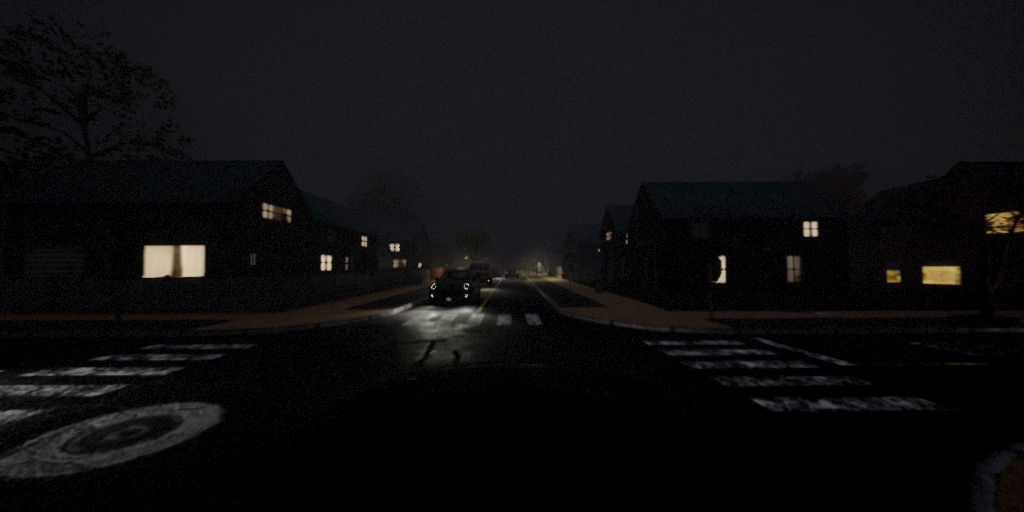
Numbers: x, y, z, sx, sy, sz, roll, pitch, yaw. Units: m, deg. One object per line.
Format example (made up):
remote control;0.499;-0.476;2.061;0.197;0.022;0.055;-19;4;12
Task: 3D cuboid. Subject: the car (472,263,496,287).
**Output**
car;-2.851;1.647;32.195;2.150;2.045;5.566;0;-1;0

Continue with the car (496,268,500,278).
car;-2.778;2.481;52.342;1.994;1.385;4.181;0;-2;0

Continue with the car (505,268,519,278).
car;-0.002;2.422;50.410;1.994;1.385;4.181;0;-1;0

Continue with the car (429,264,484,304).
car;-2.897;1.484;18.976;2.097;1.767;4.553;0;-1;1
